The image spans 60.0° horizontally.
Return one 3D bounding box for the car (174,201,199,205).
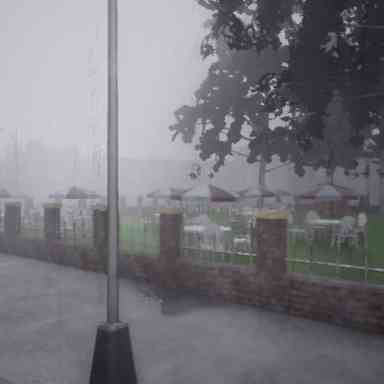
[{"bbox_3d":[-0.817,1.597,54.406,4.181,1.385,1.994,0,0,-19],"label":"car"}]
